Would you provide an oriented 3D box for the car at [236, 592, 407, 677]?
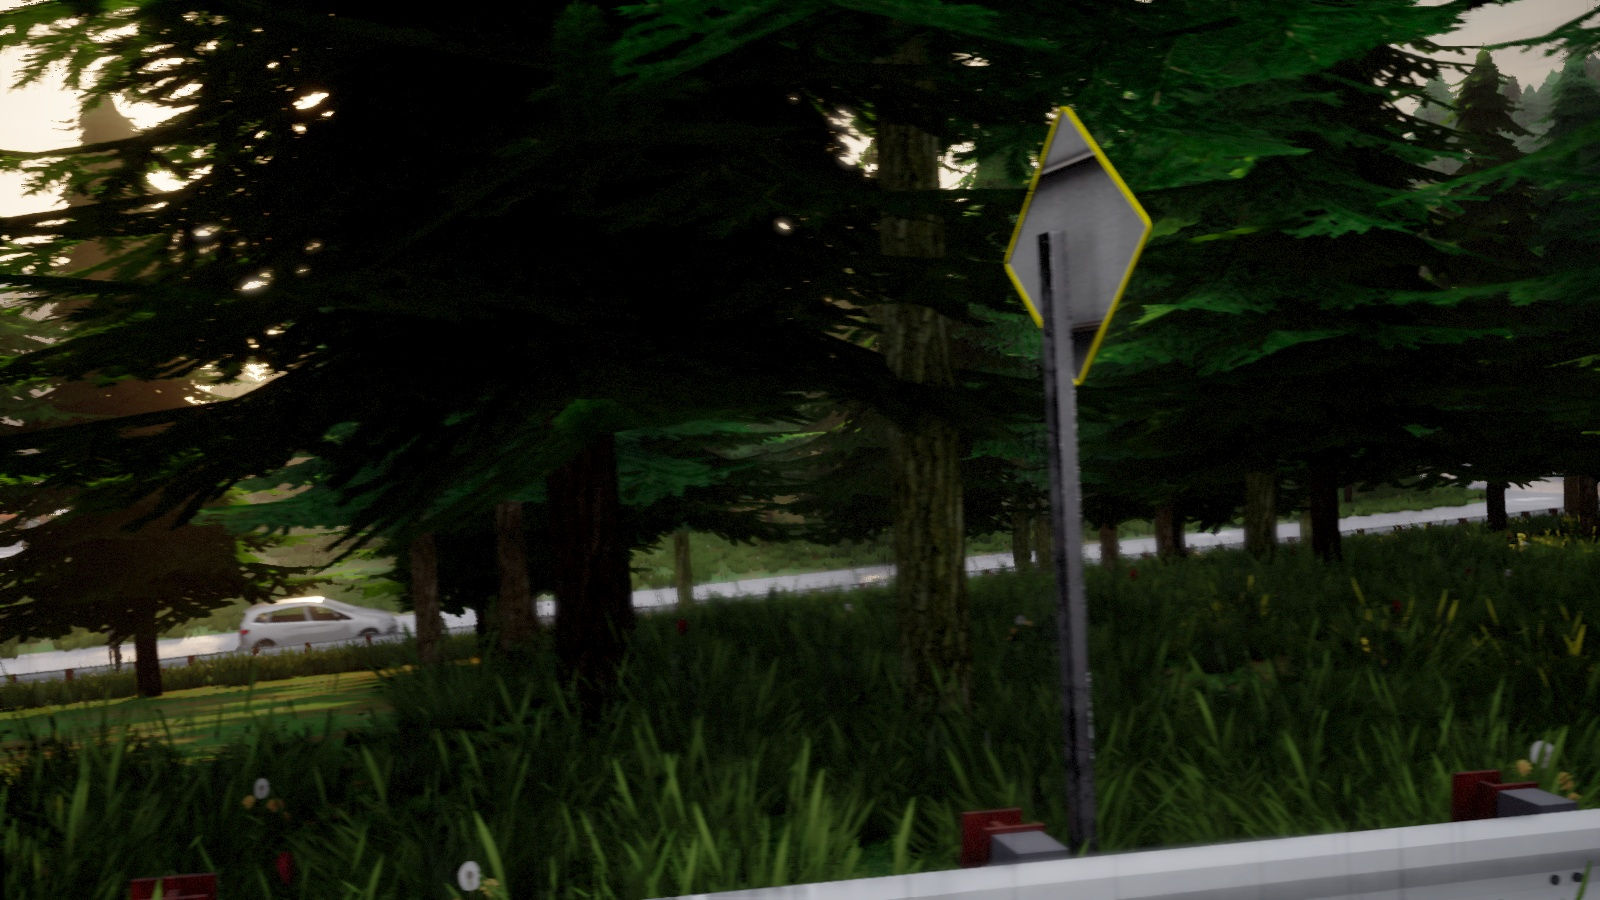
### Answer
[{"bbox_3d":[-14.516,5.584,38.446,4.611,1.667,2.242,-5,3,-17],"label":"car"}]
